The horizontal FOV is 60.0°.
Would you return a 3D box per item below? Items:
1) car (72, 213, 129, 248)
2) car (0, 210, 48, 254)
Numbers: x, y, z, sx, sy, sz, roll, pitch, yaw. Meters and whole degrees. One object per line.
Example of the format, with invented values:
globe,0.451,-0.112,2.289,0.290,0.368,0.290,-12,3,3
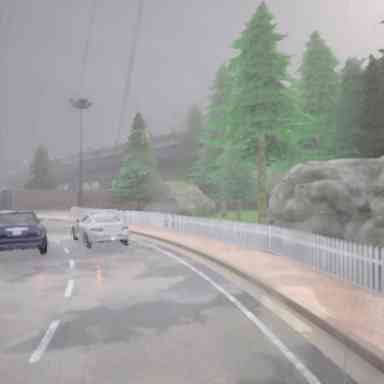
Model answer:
car,-4.390,1.696,15.758,1.812,1.442,4.674,0,0,-30
car,-7.330,1.513,13.865,2.097,1.767,4.553,0,-1,-29
